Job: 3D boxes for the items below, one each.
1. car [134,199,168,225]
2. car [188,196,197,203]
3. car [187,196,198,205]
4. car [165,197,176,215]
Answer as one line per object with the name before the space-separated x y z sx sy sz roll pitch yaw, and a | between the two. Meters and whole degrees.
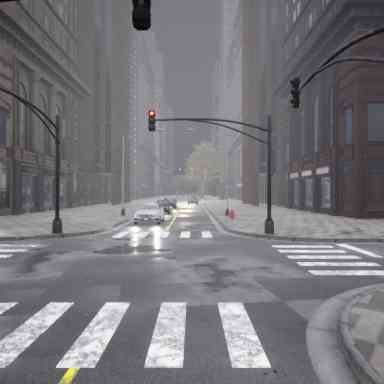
car | -3.075 1.526 24.504 1.812 1.442 4.674 0 0 0
car | 0.169 1.574 69.769 1.812 1.442 4.674 0 0 0
car | 0.148 1.582 59.420 2.033 1.411 5.357 0 0 0
car | -3.067 1.552 34.914 2.033 1.411 5.357 0 0 0
